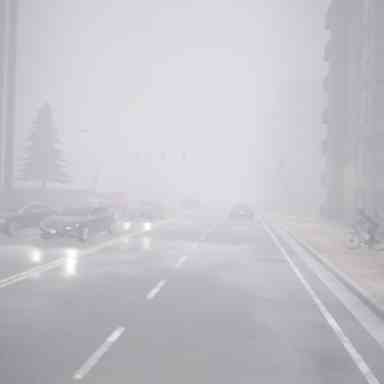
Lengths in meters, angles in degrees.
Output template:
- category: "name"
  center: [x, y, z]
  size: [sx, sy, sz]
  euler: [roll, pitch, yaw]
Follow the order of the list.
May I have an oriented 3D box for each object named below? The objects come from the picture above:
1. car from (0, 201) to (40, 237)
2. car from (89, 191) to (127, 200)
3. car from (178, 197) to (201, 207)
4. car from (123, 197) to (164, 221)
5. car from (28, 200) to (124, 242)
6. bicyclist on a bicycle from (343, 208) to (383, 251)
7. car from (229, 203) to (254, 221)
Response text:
- category: "car"
  center: [-8.417, 1.187, 16.180]
  size: [2.128, 1.511, 4.902]
  euler: [2, 0, 9]
- category: "car"
  center: [-6.795, 0.936, 26.638]
  size: [2.150, 2.045, 5.566]
  euler: [2, 0, 9]
- category: "car"
  center: [-0.371, 1.415, 47.101]
  size: [1.994, 1.385, 4.181]
  euler: [2, 0, -24]
- category: "car"
  center: [-3.438, 1.324, 25.531]
  size: [1.837, 1.490, 4.892]
  euler: [2, 0, 9]
- category: "car"
  center: [-5.013, 1.307, 15.295]
  size: [1.837, 1.490, 4.892]
  euler: [2, 0, 9]
- category: "bicyclist on a bicycle"
  center: [6.747, 1.467, 12.952]
  size: [1.656, 1.620, 0.582]
  euler: [1, 0, 9]
- category: "car"
  center: [4.265, 1.610, 28.533]
  size: [1.994, 1.385, 4.181]
  euler: [2, 0, 9]
